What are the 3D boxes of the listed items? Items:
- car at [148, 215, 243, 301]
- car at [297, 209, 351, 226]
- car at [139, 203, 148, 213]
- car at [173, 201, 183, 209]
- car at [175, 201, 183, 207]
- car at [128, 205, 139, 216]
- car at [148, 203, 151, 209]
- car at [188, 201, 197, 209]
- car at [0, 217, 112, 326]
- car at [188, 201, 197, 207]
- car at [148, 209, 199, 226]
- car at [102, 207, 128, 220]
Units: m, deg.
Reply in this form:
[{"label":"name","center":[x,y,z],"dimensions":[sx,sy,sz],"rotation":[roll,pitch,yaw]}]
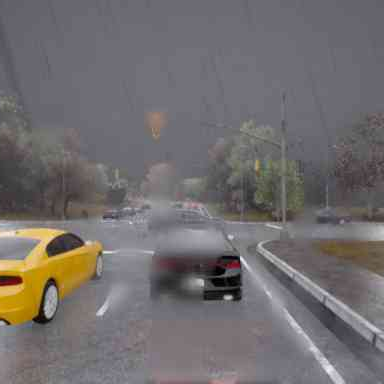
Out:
[{"label":"car","center":[0.102,1.562,8.544],"dimensions":[1.882,1.535,5.008],"rotation":[0,-1,0]},{"label":"car","center":[12.463,2.425,31.572],"dimensions":[4.892,1.490,1.837],"rotation":[0,-2,0]},{"label":"car","center":[-10.401,3.220,64.742],"dimensions":[2.128,1.511,4.902],"rotation":[0,0,1]},{"label":"car","center":[-3.335,3.152,76.689],"dimensions":[1.837,1.490,4.892],"rotation":[0,0,0]},{"label":"car","center":[-3.431,3.132,86.757],"dimensions":[1.994,1.385,4.181],"rotation":[0,0,-3]},{"label":"car","center":[-10.466,3.190,54.637],"dimensions":[1.812,1.442,4.674],"rotation":[0,-1,0]},{"label":"car","center":[-10.338,3.200,75.323],"dimensions":[2.033,1.411,5.357],"rotation":[0,0,0]},{"label":"car","center":[0.166,3.011,76.176],"dimensions":[2.097,1.767,4.553],"rotation":[0,0,0]},{"label":"car","center":[-3.405,1.540,7.302],"dimensions":[1.882,1.535,5.008],"rotation":[0,-1,0]},{"label":"car","center":[0.085,3.127,86.333],"dimensions":[2.033,1.411,5.357],"rotation":[0,0,-3]},{"label":"car","center":[-0.271,1.973,20.910],"dimensions":[4.892,1.490,1.837],"rotation":[0,-2,2]},{"label":"car","center":[-10.514,2.984,44.767],"dimensions":[2.033,1.411,5.357],"rotation":[0,-2,1]}]
